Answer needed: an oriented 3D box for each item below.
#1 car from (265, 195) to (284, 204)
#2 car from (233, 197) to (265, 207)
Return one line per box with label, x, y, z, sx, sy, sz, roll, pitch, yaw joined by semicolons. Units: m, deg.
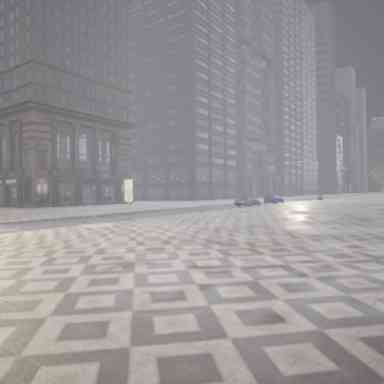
car;13.234;1.167;53.638;1.882;1.535;5.008;-1;0;35
car;7.616;1.325;45.663;2.033;1.411;5.357;-1;0;36
